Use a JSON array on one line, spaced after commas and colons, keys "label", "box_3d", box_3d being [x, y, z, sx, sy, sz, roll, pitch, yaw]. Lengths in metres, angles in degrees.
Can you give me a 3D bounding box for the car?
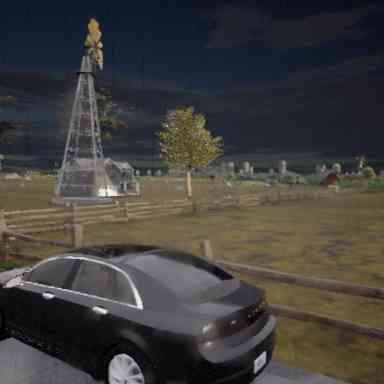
[{"label": "car", "box_3d": [-1.267, 1.514, 4.867, 4.892, 1.490, 1.837, 0, 0, 36]}]
